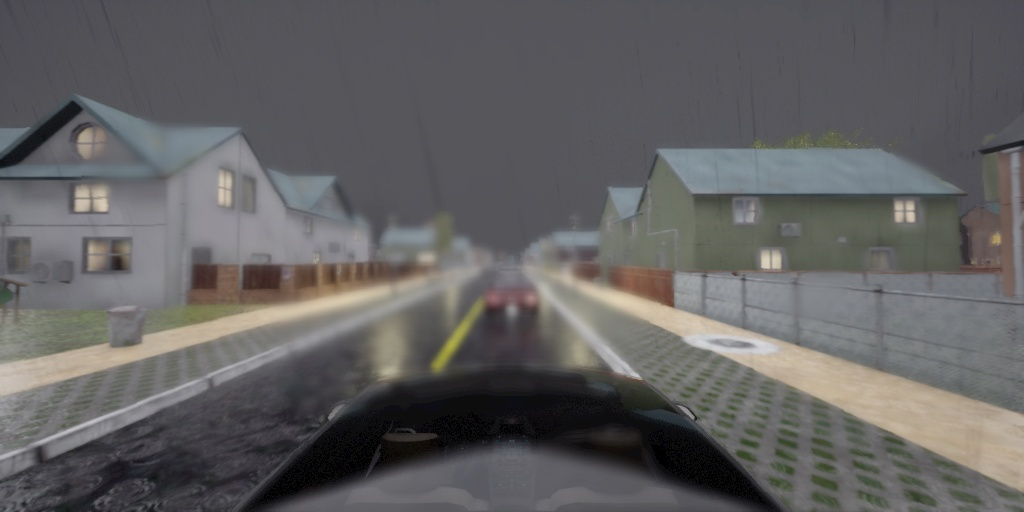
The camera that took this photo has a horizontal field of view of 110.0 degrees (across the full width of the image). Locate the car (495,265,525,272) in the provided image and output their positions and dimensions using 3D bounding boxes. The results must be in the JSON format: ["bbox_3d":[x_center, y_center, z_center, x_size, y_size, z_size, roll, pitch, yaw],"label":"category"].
[{"bbox_3d":[0.028,1.487,29.376,2.128,1.511,4.902,0,-1,0],"label":"car"}]

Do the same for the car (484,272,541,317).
[{"bbox_3d":[0.032,1.449,13.752,1.895,1.301,4.718,0,0,0],"label":"car"}]

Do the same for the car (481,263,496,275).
[{"bbox_3d":[-2.823,1.678,46.146,1.837,1.490,4.892,0,-1,1],"label":"car"}]
